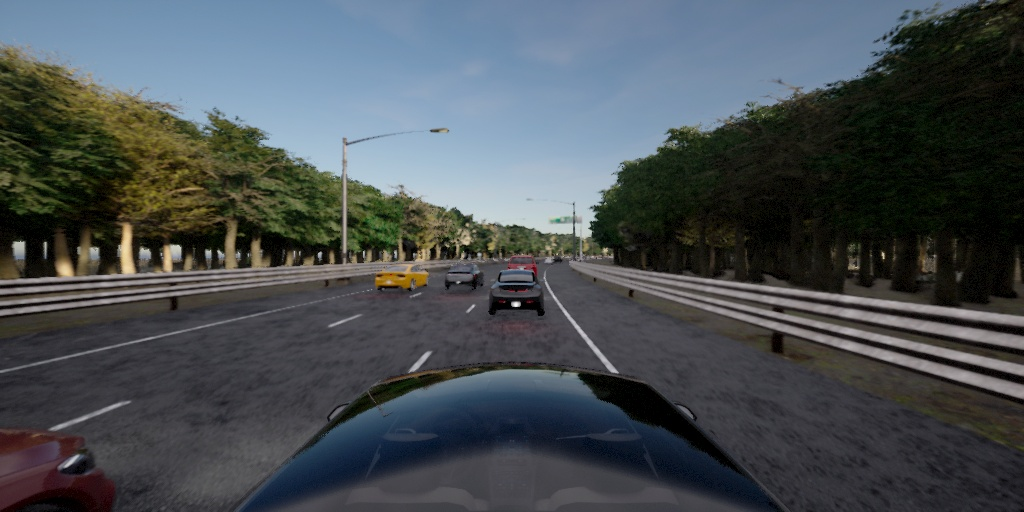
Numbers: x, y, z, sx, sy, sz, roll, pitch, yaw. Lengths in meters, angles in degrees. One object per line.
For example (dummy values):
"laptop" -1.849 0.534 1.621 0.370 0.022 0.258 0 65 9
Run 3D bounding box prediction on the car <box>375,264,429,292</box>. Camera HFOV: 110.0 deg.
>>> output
"car" -6.380 1.226 21.393 1.882 1.535 5.008 0 0 3

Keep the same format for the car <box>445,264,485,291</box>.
"car" -2.834 1.250 22.178 2.128 1.511 4.902 0 0 3

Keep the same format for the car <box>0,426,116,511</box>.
"car" -3.377 1.267 0.226 1.812 1.442 4.674 0 0 0

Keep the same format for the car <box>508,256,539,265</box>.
"car" 0.833 0.989 27.113 2.150 2.045 5.566 0 0 4

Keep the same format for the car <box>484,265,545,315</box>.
"car" 0.200 1.263 13.660 1.837 1.490 4.892 0 0 2
